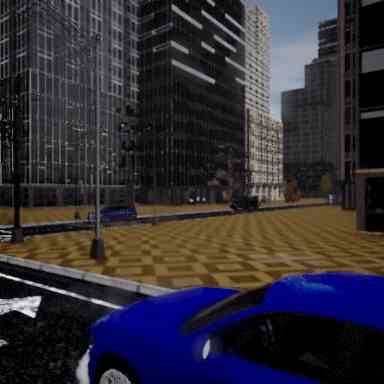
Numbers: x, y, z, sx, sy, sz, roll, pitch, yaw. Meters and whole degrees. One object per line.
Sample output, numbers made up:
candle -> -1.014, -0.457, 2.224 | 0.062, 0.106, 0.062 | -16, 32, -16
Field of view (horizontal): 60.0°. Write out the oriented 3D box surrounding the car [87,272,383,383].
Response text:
car -> 1.172, 1.483, 2.852 | 5.008, 1.535, 1.882 | 0, 0, 36

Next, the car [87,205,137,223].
car -> -6.747, 1.815, 28.447 | 1.812, 1.442, 4.674 | 0, 0, 36

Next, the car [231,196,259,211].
car -> 7.687, 1.616, 47.778 | 2.150, 2.045, 5.566 | 0, -1, 37
